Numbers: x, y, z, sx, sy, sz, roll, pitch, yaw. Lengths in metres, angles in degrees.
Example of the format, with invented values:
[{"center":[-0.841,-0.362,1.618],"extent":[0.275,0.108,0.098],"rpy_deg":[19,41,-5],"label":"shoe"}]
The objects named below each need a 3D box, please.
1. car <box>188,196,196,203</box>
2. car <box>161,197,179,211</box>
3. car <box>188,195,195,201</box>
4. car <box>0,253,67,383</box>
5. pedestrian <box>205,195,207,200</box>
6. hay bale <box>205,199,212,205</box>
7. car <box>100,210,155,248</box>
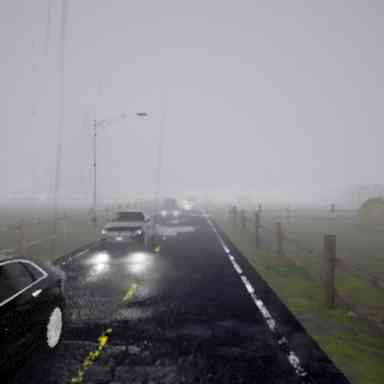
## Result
[{"center":[-0.021,1.693,71.696],"extent":[2.033,1.411,5.357],"rpy_deg":[0,0,0],"label":"car"},{"center":[-2.847,1.520,44.054],"extent":[2.097,1.767,4.553],"rpy_deg":[0,0,0],"label":"car"},{"center":[-0.026,1.738,91.405],"extent":[1.882,1.535,5.008],"rpy_deg":[0,0,0],"label":"car"},{"center":[-2.845,1.517,3.344],"extent":[1.837,1.490,4.892],"rpy_deg":[0,0,0],"label":"car"},{"center":[2.806,1.563,64.481],"extent":[0.375,1.860,0.375],"rpy_deg":[-1,1,4],"label":"pedestrian"},{"center":[3.118,1.914,63.365],"extent":[1.220,1.180,1.240],"rpy_deg":[1,1,0],"label":"hay bale"},{"center":[-2.800,1.579,15.269],"extent":[1.812,1.442,4.674],"rpy_deg":[0,0,0],"label":"car"}]
